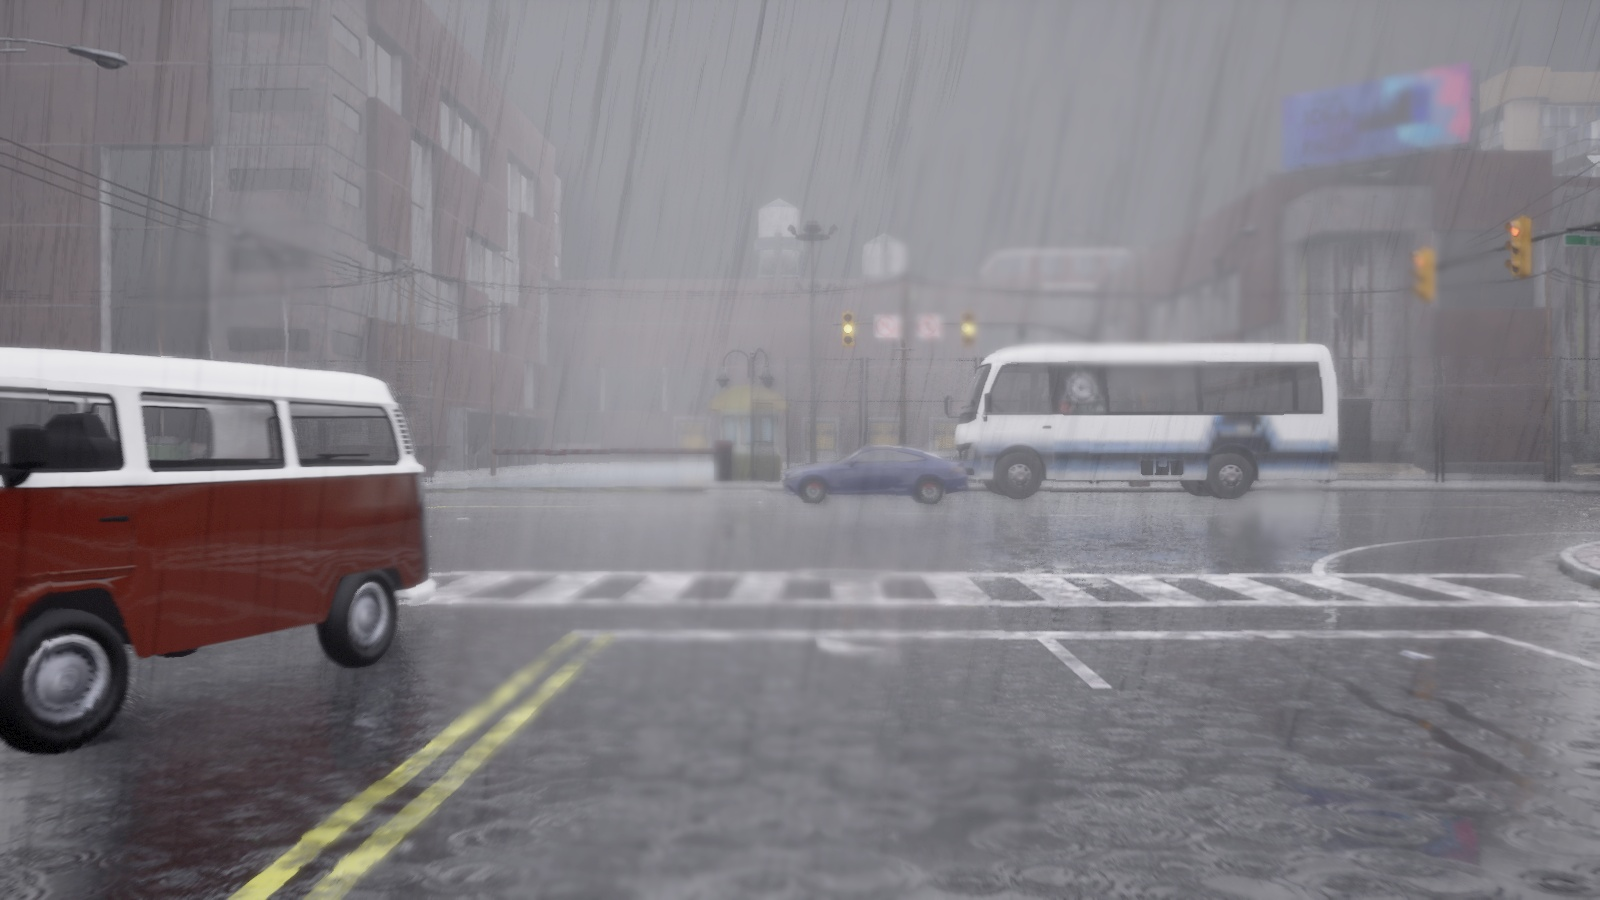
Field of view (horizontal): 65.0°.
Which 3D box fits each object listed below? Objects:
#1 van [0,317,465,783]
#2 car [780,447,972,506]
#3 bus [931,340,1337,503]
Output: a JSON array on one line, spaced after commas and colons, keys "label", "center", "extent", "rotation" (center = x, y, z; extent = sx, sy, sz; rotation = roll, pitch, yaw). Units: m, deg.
[{"label": "van", "center": [-4.061, 0.440, 7.325], "extent": [2.069, 2.038, 4.480], "rotation": [0, 0, 16]}, {"label": "car", "center": [1.845, 0.648, 31.496], "extent": [4.674, 1.442, 1.812], "rotation": [0, 0, 0]}, {"label": "bus", "center": [8.952, -0.762, 34.954], "extent": [10.273, 4.253, 3.944], "rotation": [0, 0, 1]}]
